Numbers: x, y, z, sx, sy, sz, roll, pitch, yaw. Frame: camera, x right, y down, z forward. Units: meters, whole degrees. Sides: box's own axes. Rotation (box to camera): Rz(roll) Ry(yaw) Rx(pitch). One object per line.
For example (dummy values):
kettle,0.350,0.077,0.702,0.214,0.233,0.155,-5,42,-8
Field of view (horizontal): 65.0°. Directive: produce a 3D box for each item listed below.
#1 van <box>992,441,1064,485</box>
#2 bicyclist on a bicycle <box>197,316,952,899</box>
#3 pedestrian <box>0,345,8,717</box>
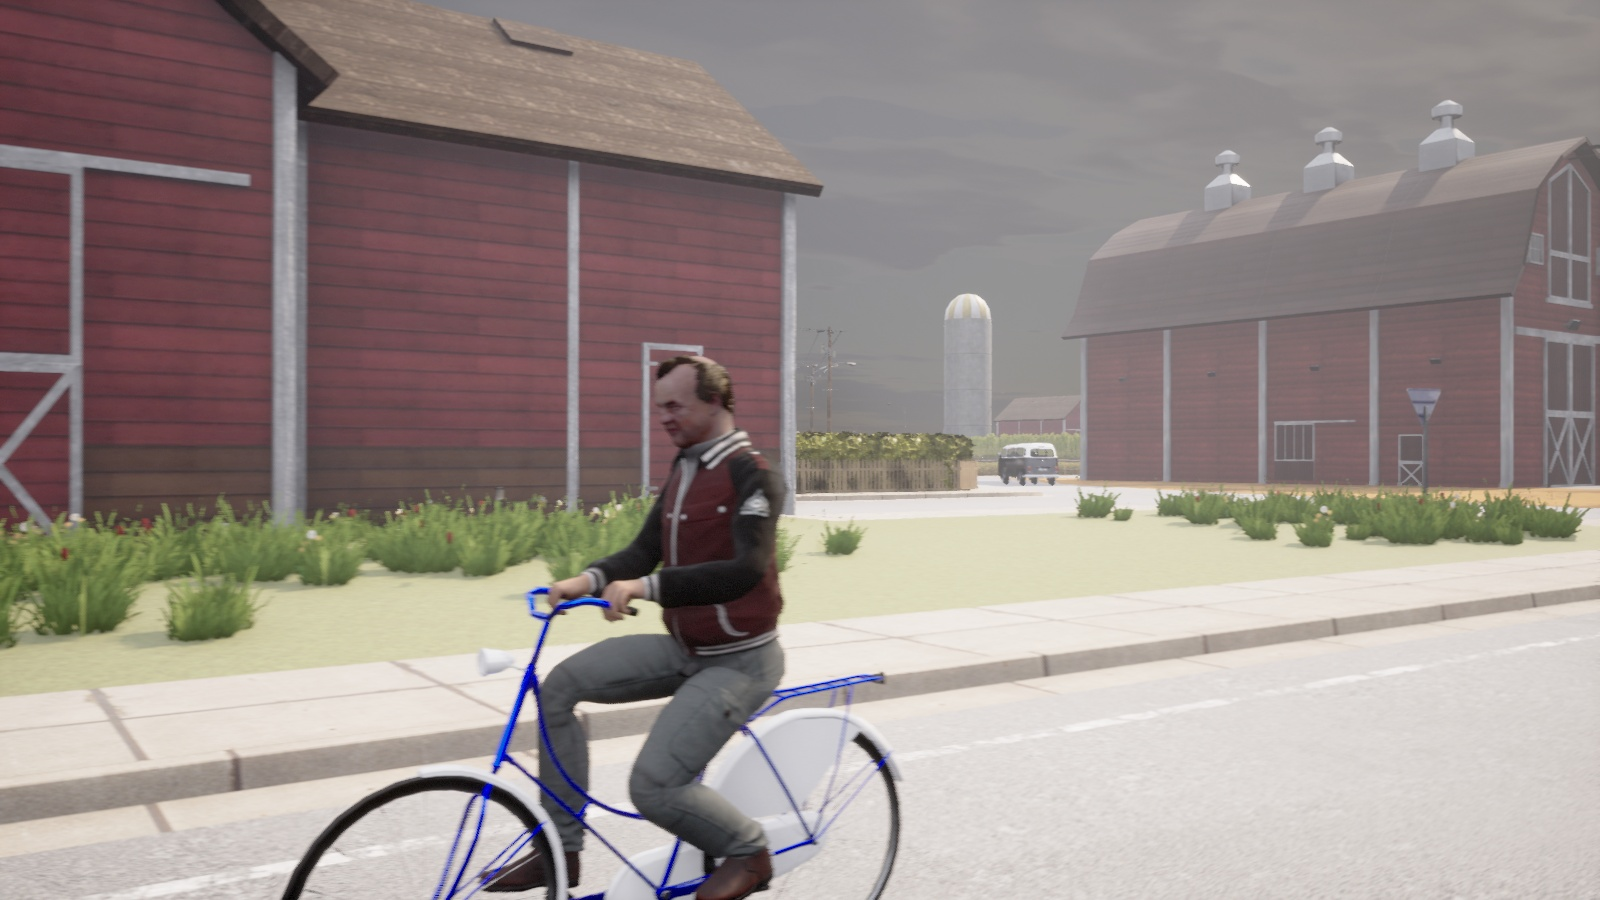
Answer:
van,11.117,0.632,61.537,2.069,2.038,4.480,0,0,-9
bicyclist on a bicycle,-0.515,0.625,3.302,1.843,1.776,0.659,0,0,-35
pedestrian,-4.722,0.426,6.633,0.873,1.952,0.659,0,0,-35
